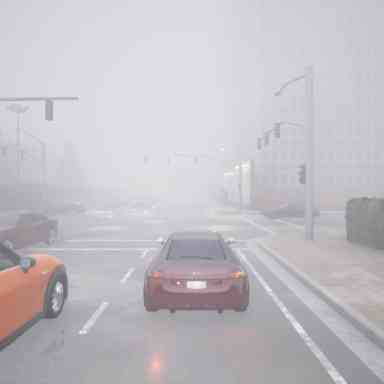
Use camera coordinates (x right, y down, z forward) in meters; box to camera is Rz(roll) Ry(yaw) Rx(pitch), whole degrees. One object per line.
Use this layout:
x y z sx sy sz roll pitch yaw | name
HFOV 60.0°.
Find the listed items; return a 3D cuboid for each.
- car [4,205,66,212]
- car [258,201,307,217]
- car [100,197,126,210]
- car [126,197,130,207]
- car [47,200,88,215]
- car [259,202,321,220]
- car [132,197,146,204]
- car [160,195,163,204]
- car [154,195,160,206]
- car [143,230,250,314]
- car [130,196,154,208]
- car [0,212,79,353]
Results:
-7.032 1.481 12.874 1.882 1.535 5.008 0 0 4 | car
8.562 1.619 31.649 4.181 1.385 1.994 0 0 5 | car
-10.535 1.491 43.553 2.128 1.511 4.902 0 0 1 | car
-10.508 1.477 52.701 1.882 1.535 5.008 0 0 0 | car
-12.472 1.497 31.451 5.008 1.535 1.882 0 0 0 | car
8.320 1.581 27.858 4.674 1.442 1.812 0 0 -2 | car
-10.428 1.601 65.324 1.895 1.301 4.718 0 0 1 | car
-6.922 1.352 66.171 2.097 1.767 4.553 0 0 1 | car
-6.995 1.505 56.093 1.837 1.490 4.892 0 0 0 | car
0.090 1.564 7.720 1.994 1.385 4.181 0 0 0 | car
-7.012 1.352 47.151 2.097 1.767 4.553 0 0 0 | car
-3.432 1.352 4.547 2.097 1.767 4.553 0 0 1 | car
